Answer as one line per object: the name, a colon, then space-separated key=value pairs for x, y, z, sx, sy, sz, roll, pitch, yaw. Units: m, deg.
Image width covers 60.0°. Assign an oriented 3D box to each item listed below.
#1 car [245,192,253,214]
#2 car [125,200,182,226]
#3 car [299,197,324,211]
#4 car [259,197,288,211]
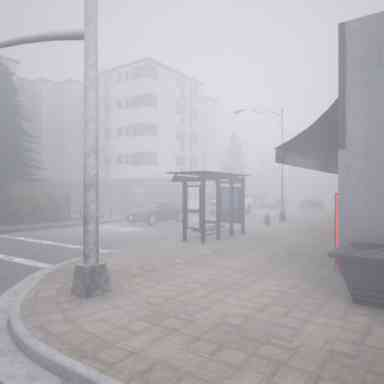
car: x=3.578 y=1.039 z=30.347 sx=2.150 sy=2.045 sz=5.566 roll=0 pitch=0 yaw=36
car: x=-2.307 y=1.322 z=22.164 sx=1.837 sy=1.490 sz=4.892 roll=0 pitch=0 yaw=36
car: x=13.751 y=1.324 z=38.192 sx=1.837 sy=1.490 sz=4.892 roll=0 pitch=0 yaw=36
car: x=9.521 y=1.296 z=38.562 sx=1.882 sy=1.535 sz=5.008 roll=0 pitch=0 yaw=36
